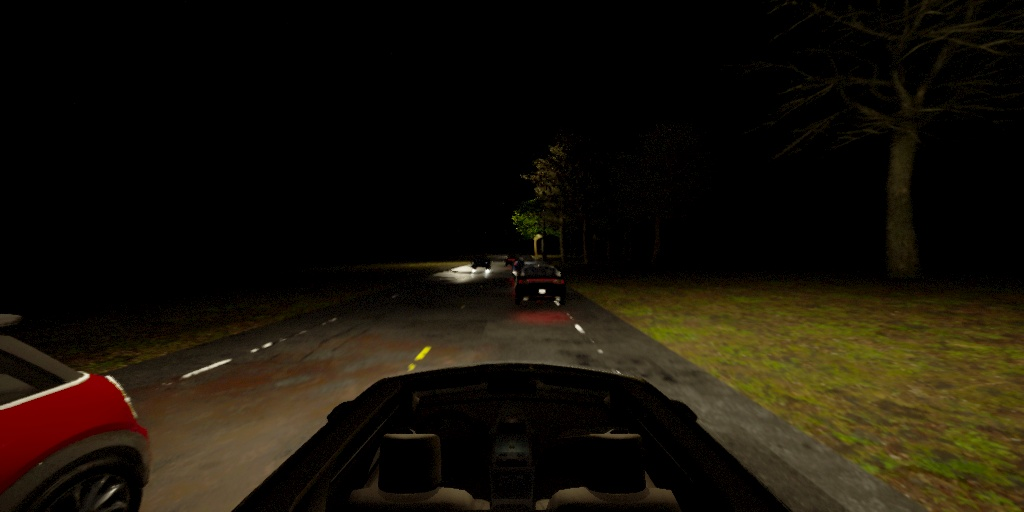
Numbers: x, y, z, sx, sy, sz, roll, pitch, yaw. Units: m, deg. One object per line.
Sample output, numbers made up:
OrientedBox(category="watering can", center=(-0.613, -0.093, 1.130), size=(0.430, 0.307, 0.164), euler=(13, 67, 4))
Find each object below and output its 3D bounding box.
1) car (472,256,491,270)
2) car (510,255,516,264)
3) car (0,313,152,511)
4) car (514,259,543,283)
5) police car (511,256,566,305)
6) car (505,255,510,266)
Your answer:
OrientedBox(category="car", center=(-3.564, 0.746, 42.134), size=(1.882, 1.535, 5.008), euler=(0, 0, 0))
OrientedBox(category="car", center=(1.054, 0.736, 30.954), size=(2.097, 1.767, 4.553), euler=(0, 1, 0))
OrientedBox(category="car", center=(-3.597, 1.119, 0.527), size=(2.097, 1.767, 4.553), euler=(0, 1, 0))
OrientedBox(category="car", center=(1.054, 0.977, 24.985), size=(1.812, 1.442, 4.674), euler=(0, 1, 0))
OrientedBox(category="police car", center=(1.052, 0.996, 15.093), size=(1.930, 1.638, 5.238), euler=(0, 1, 0))
OrientedBox(category="car", center=(0.017, 0.675, 51.063), size=(1.837, 1.490, 4.892), euler=(0, 1, 0))
